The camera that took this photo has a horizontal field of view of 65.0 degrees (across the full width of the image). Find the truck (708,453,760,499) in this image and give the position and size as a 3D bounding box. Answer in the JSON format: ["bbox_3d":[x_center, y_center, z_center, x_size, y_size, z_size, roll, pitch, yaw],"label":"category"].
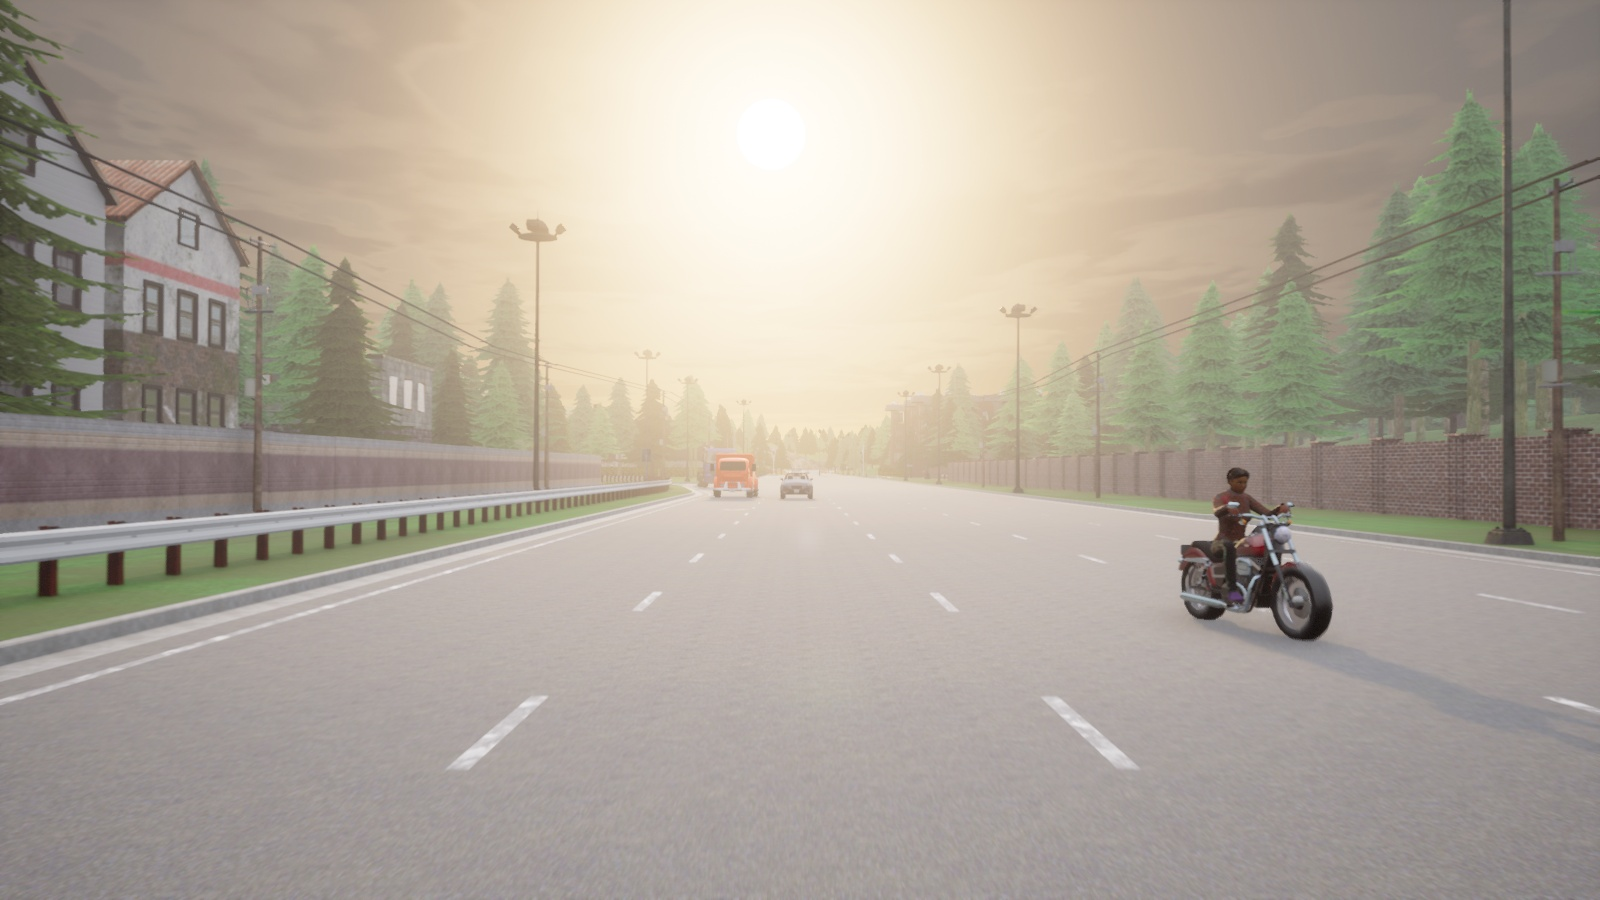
[{"bbox_3d":[-3.673,1.466,70.952,2.627,2.467,5.204,0,-1,0],"label":"truck"}]

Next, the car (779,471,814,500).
[{"bbox_3d":[-0.163,1.892,67.449,1.816,1.474,4.193,0,-1,0],"label":"car"}]

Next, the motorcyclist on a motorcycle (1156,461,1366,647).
[{"bbox_3d":[4.473,0.942,12.427,0.766,1.649,2.350,0,-1,-14],"label":"motorcyclist on a motorcycle"}]
